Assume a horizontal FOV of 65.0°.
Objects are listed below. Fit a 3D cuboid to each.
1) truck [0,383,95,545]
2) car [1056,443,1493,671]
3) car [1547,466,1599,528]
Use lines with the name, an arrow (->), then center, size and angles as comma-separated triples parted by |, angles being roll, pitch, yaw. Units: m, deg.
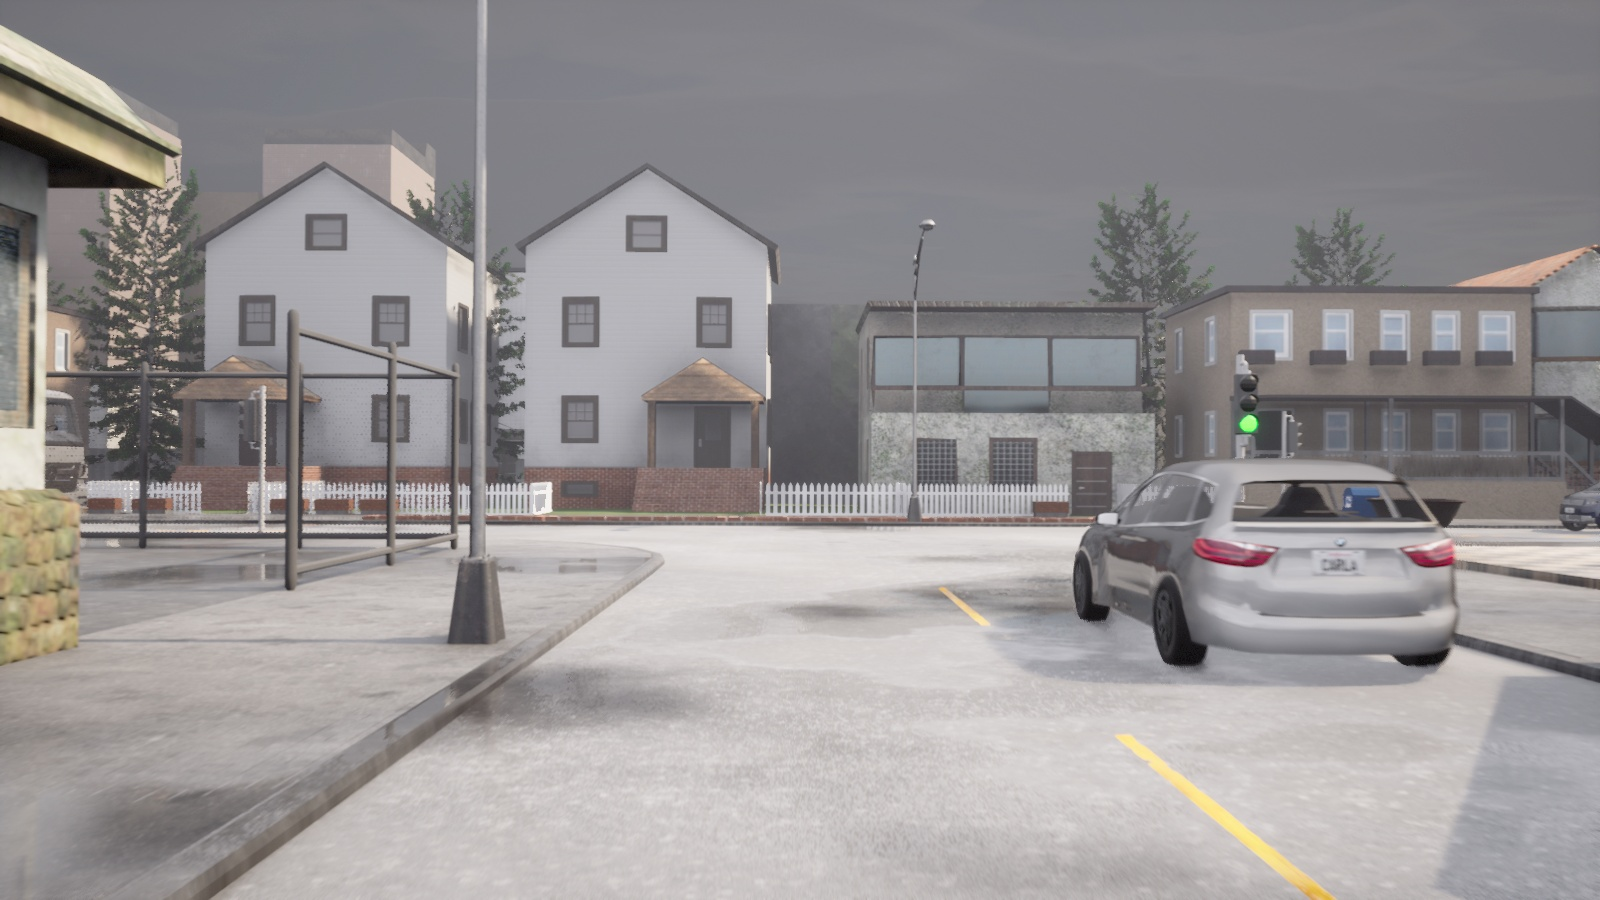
truck -> -20.698, 0.343, 28.434 | 7.936, 3.462, 2.891 | 0, -1, 3
car -> 3.973, 0.817, 11.570 | 2.242, 1.667, 4.611 | 0, -1, 0
car -> 21.714, 1.195, 32.480 | 3.705, 1.549, 1.789 | 0, -1, -1
